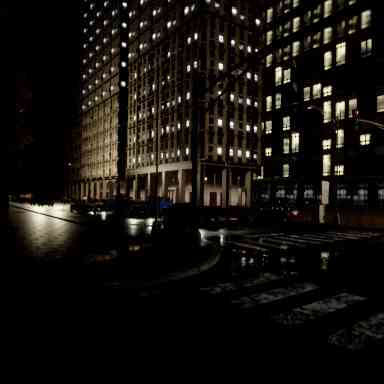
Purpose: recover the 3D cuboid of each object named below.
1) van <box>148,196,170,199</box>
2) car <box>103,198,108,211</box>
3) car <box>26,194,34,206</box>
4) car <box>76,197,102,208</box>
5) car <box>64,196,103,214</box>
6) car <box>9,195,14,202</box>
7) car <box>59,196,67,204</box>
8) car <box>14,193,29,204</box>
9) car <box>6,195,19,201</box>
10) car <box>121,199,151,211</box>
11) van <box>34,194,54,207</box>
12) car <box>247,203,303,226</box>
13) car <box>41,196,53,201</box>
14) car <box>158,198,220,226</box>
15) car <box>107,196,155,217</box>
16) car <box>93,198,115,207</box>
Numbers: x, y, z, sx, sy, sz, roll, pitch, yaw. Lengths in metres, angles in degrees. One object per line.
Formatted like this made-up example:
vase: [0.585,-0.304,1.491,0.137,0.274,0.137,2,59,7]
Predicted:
van: [-3.952,1.382,37.789,1.690,1.788,3.998,1,-1,-35]
car: [-11.765,1.468,38.821,2.033,1.411,5.357,1,-1,-35]
car: [-23.847,1.432,51.390,1.802,1.307,4.206,1,-1,-35]
car: [-15.311,1.519,49.351,2.033,1.411,5.357,1,-1,-36]
car: [-10.796,1.427,32.947,2.008,1.369,4.403,1,-1,-35]
car: [-36.899,1.397,69.833,1.947,1.339,4.313,1,-1,-35]
car: [-22.120,1.464,58.964,1.837,1.490,4.892,1,-1,-35]
car: [-30.369,1.155,60.614,2.192,1.841,5.009,1,-1,-35]
car: [-40.161,1.378,74.444,2.008,1.369,4.403,1,-1,-35]
car: [-7.219,1.585,42.397,2.008,1.369,4.403,1,-1,-35]
van: [-20.580,1.197,46.781,1.690,1.788,3.998,1,-1,-35]
car: [5.835,1.505,23.955,1.967,1.590,4.097,1,-1,-35]
car: [-36.586,1.571,83.894,1.802,1.307,4.206,1,-1,-35]
car: [-0.170,1.426,22.413,1.882,1.535,5.008,1,-1,-36]
car: [-5.619,1.412,30.116,1.882,1.535,5.008,1,-1,-35]
car: [-13.745,1.587,51.619,1.947,1.339,4.313,1,-1,-35]
